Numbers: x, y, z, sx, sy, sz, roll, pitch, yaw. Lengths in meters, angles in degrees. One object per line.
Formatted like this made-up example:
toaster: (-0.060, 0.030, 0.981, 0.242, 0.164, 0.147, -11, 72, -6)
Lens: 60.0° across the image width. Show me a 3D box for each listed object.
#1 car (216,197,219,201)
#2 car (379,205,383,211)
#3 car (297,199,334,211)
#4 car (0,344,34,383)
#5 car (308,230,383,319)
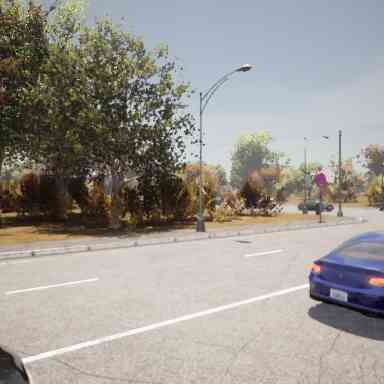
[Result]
car: (3.980, 1.471, 56.278, 1.812, 1.442, 4.674, 0, 1, -32)
car: (22.325, 1.559, 34.182, 2.033, 1.411, 5.357, 0, 0, -32)
car: (14.613, 1.575, 39.458, 1.994, 1.385, 4.181, 0, 0, -32)
car: (-3.315, 1.491, 1.381, 4.902, 1.511, 2.128, 0, 0, -36)
car: (4.283, 1.528, 6.809, 4.674, 1.442, 1.812, 0, 0, -36)
